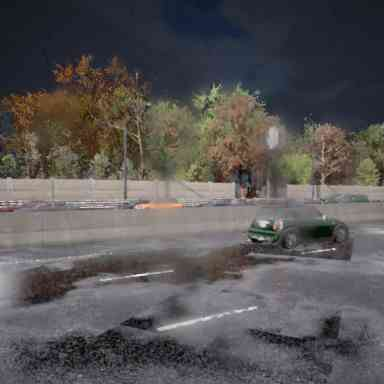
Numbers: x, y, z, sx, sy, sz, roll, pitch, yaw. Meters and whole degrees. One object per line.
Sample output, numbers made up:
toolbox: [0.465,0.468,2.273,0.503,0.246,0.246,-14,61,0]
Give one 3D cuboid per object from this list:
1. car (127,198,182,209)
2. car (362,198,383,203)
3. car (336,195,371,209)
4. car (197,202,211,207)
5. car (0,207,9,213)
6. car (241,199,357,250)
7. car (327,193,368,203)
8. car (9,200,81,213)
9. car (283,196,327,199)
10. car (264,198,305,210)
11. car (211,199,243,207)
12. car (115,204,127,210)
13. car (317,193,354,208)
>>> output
car: [-3.153,1.352,30.380,4.553,1.767,2.097,0,0,-30]
car: [21.333,1.604,36.614,4.718,1.301,1.895,0,0,-30]
car: [21.952,1.358,45.090,4.553,1.767,2.097,0,0,-30]
car: [3.174,1.548,38.152,5.357,1.411,2.033,0,0,-30]
car: [-13.629,1.478,28.301,5.008,1.535,1.882,0,0,-30]
car: [4.676,1.350,14.455,4.553,1.767,2.097,0,0,-30]
car: [18.418,1.224,38.962,5.566,2.045,2.150,0,0,-30]
car: [-11.135,1.492,25.704,4.902,1.511,2.128,0,0,-30]
car: [13.436,1.493,40.101,4.902,1.511,2.128,0,0,-30]
car: [12.052,1.549,43.345,5.357,1.411,2.033,0,0,-30]
car: [5.035,1.548,35.180,5.357,1.411,2.033,0,0,-31]
car: [-5.260,1.505,33.200,4.892,1.490,1.837,0,0,-30]
car: [20.974,1.228,48.570,5.566,2.045,2.150,0,0,-30]
